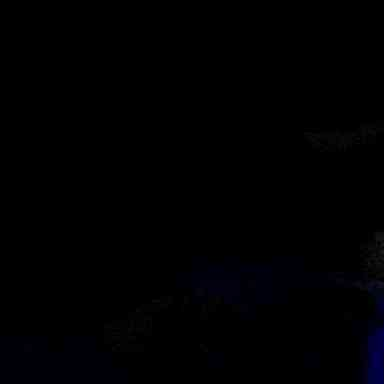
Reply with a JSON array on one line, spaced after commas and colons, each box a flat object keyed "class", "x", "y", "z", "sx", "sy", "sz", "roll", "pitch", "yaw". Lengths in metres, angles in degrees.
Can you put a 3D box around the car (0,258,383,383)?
[{"class": "car", "x": 0.376, "y": 1.494, "z": 3.204, "sx": 5.008, "sy": 1.535, "sz": 1.882, "roll": 1, "pitch": 0, "yaw": -34}]
